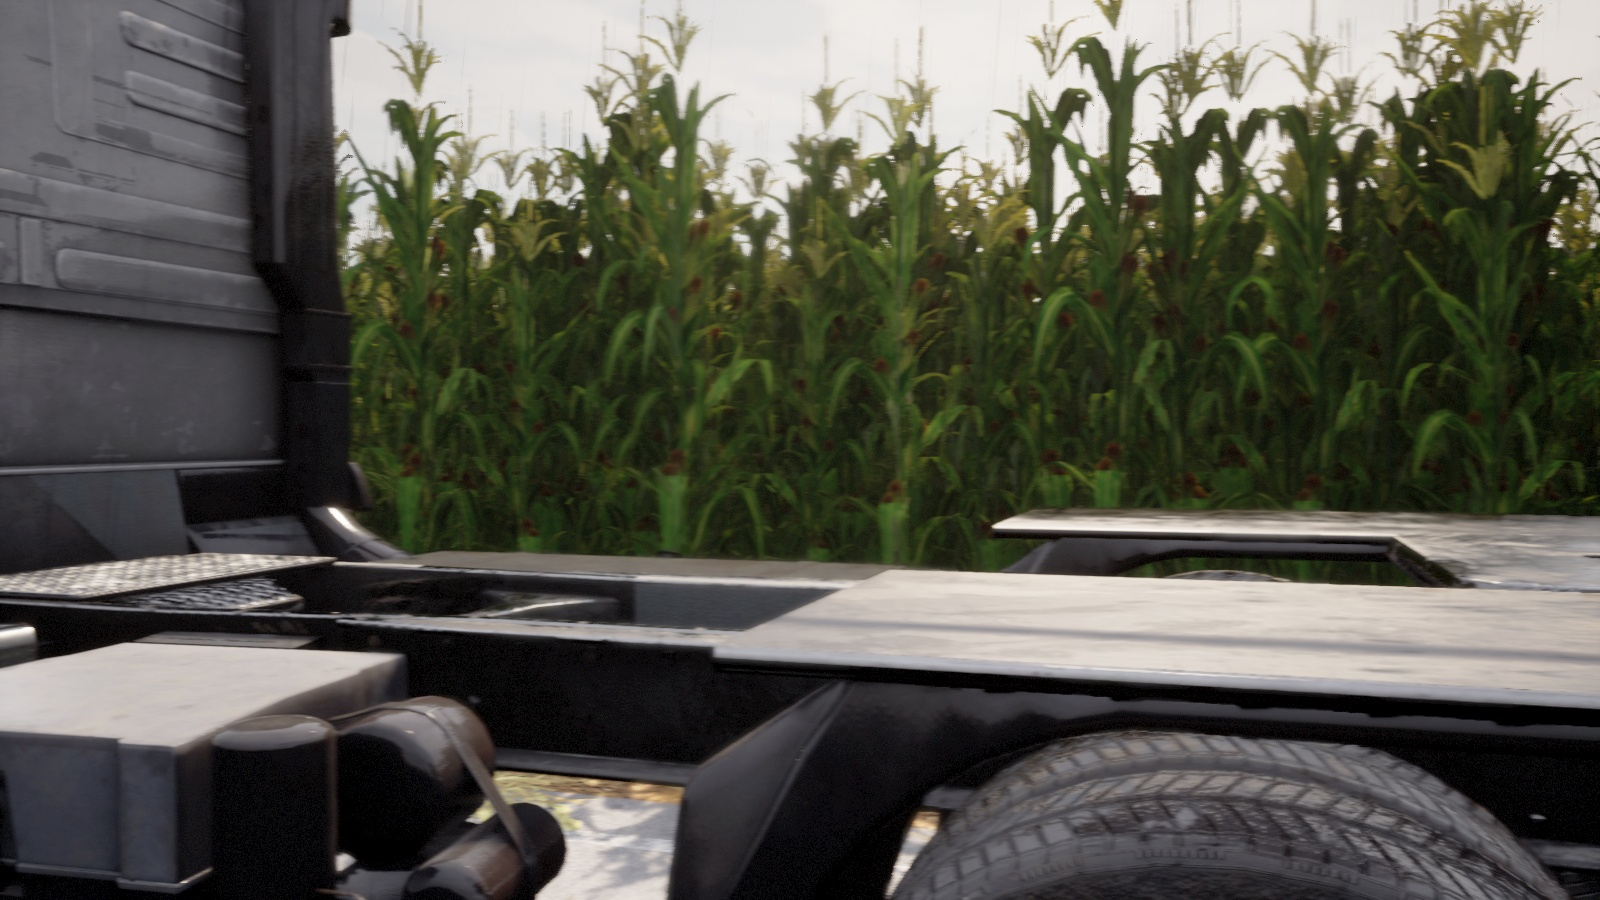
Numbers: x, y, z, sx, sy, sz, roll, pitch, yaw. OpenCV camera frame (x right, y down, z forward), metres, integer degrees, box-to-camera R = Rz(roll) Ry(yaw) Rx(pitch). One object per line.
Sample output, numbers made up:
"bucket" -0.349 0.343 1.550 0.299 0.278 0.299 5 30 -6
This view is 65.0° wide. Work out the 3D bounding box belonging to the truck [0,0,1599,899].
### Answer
"truck" -0.628 -0.207 3.075 7.936 3.462 2.891 1 1 19
